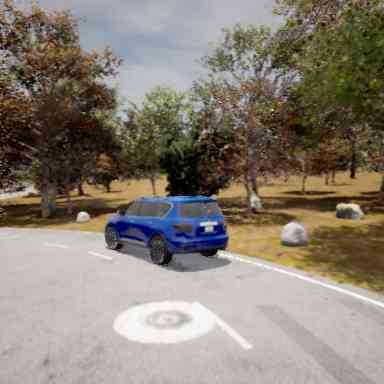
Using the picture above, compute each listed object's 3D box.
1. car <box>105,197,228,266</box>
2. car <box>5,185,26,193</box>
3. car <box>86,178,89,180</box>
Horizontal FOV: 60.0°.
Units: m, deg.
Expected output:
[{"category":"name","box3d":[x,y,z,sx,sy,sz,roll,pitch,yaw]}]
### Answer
[{"category":"car","box3d":[-1.137,1.183,11.849,2.150,2.045,5.566,0,0,-38]},{"category":"car","box3d":[-35.271,-0.663,66.356,2.128,1.511,4.902,-1,5,5]},{"category":"car","box3d":[-29.025,-3.045,89.654,1.812,1.442,4.674,-1,5,4]}]
